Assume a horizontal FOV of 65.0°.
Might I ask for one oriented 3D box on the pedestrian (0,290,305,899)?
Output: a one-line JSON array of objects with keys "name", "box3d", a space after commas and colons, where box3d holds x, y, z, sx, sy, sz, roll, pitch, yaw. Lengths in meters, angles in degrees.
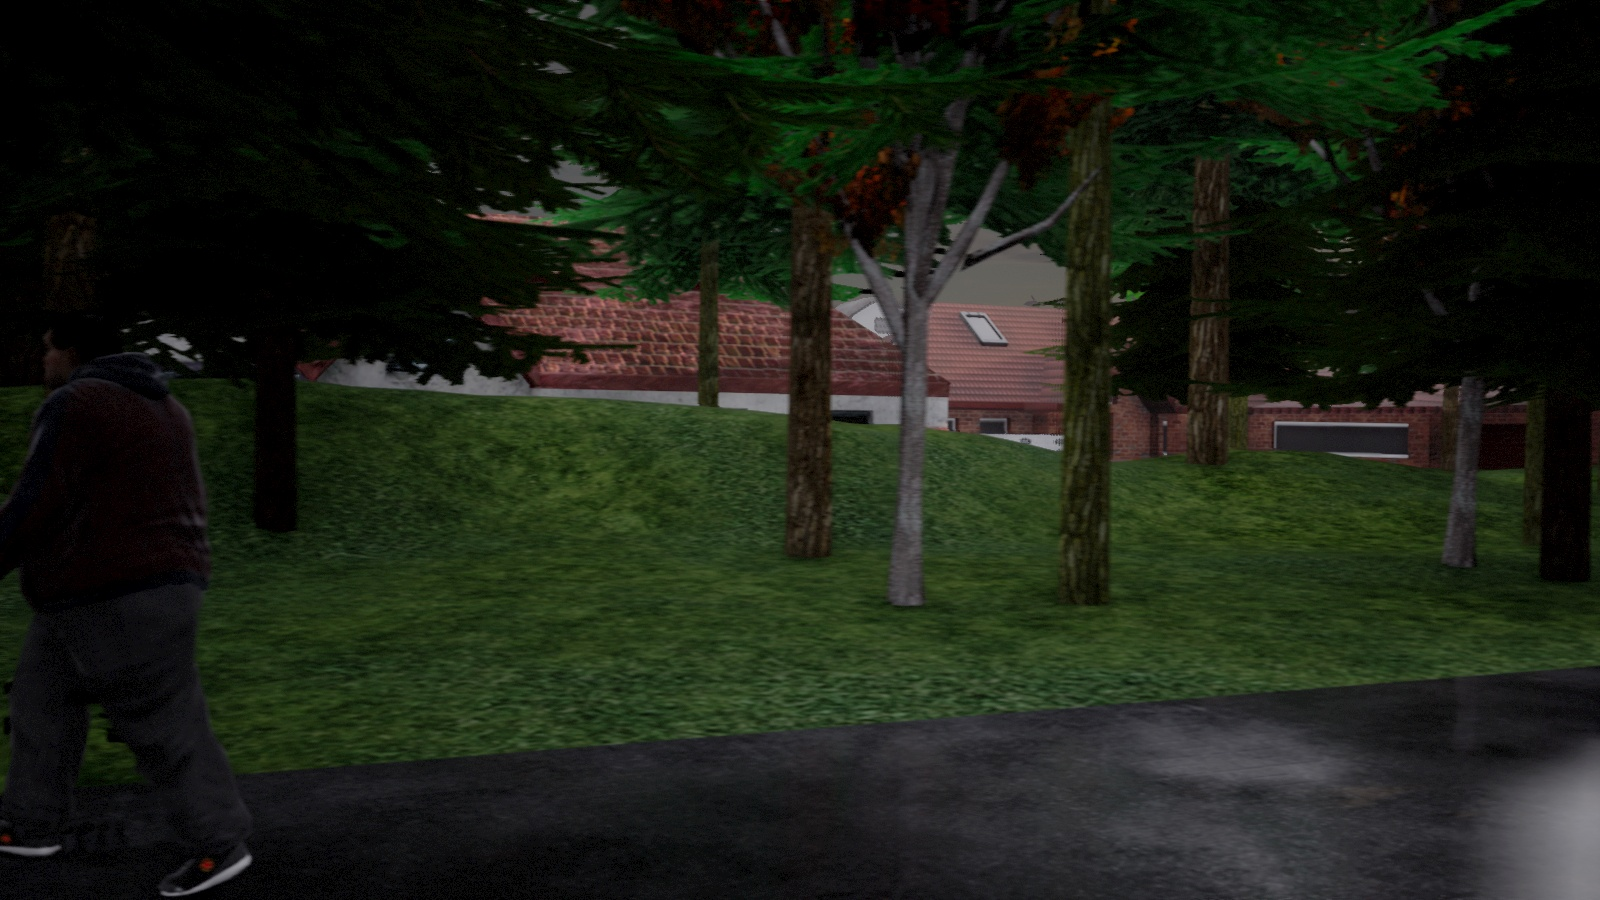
[{"name": "pedestrian", "box3d": [-2.101, 0.467, 3.871, 0.899, 1.844, 0.634, -1, 1, -5]}]
